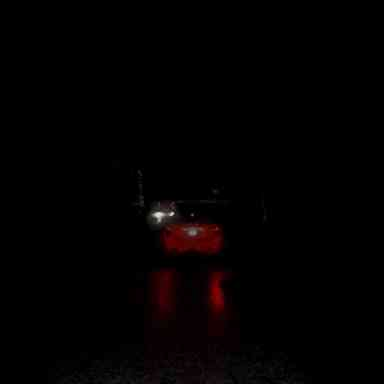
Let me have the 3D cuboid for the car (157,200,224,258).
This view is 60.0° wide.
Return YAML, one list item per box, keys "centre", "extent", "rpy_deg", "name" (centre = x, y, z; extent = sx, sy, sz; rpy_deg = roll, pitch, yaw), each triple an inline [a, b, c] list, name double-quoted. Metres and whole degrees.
- centre: [0.041, 1.345, 12.909]
  extent: [2.097, 1.767, 4.553]
  rpy_deg: [0, 0, 0]
  name: "car"

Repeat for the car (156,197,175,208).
- centre: [-2.804, 1.333, 37.889]
  extent: [2.097, 1.767, 4.553]
  rpy_deg: [0, 0, 1]
  name: "car"

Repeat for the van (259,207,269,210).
- centre: [14.539, 4.211, 71.517]
  extent: [1.878, 1.987, 4.442]
  rpy_deg: [0, 0, -18]
  name: "van"

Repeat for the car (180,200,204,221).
- centre: [0.038, 1.493, 28.029]
  extent: [1.837, 1.490, 4.892]
  rpy_deg: [0, 0, 1]
  name: "car"

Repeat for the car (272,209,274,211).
- centre: [17.551, 4.185, 71.292]
  extent: [2.435, 2.045, 5.566]
  rpy_deg: [0, 0, -18]
  name: "car"
